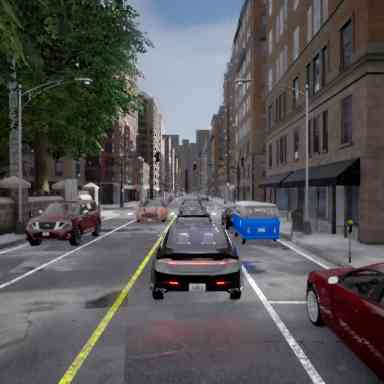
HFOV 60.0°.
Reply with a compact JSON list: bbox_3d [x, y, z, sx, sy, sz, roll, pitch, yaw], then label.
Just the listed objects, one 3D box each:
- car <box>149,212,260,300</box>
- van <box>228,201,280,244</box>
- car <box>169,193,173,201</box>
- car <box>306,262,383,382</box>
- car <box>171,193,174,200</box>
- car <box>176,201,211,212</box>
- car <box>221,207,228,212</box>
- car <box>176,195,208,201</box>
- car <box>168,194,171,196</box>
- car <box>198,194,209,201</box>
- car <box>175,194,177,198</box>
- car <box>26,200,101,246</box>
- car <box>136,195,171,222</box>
[{"bbox_3d":[0.097,1.490,8.370,2.128,1.511,4.902,0,0,0],"label":"car"},{"bbox_3d":[2.849,1.336,15.469,1.690,1.788,3.998,0,0,0],"label":"van"},{"bbox_3d":[-5.695,1.492,70.017,1.887,1.381,4.507,0,0,0],"label":"car"},{"bbox_3d":[2.853,1.544,4.149,1.887,1.381,4.507,0,0,0],"label":"car"},{"bbox_3d":[-5.697,1.490,75.468,1.887,1.381,4.507,0,0,0],"label":"car"},{"bbox_3d":[0.092,1.485,18.309,2.128,1.511,4.902,0,0,0],"label":"car"},{"bbox_3d":[2.848,1.557,21.130,1.947,1.339,4.313,0,0,0],"label":"car"},{"bbox_3d":[-0.011,1.338,27.486,2.097,1.767,4.553,0,0,0],"label":"car"},{"bbox_3d":[-5.693,1.501,64.566,2.008,1.369,4.403,0,0,0],"label":"car"},{"bbox_3d":[2.827,1.386,75.506,1.967,1.590,4.097,0,0,0],"label":"car"},{"bbox_3d":[-5.701,1.495,86.369,2.008,1.369,4.403,0,0,0],"label":"car"},{"bbox_3d":[-5.676,1.310,15.426,2.192,1.841,5.009,0,0,0],"label":"car"},{"bbox_3d":[-3.010,1.392,25.956,2.097,1.767,4.553,0,0,0],"label":"car"}]
